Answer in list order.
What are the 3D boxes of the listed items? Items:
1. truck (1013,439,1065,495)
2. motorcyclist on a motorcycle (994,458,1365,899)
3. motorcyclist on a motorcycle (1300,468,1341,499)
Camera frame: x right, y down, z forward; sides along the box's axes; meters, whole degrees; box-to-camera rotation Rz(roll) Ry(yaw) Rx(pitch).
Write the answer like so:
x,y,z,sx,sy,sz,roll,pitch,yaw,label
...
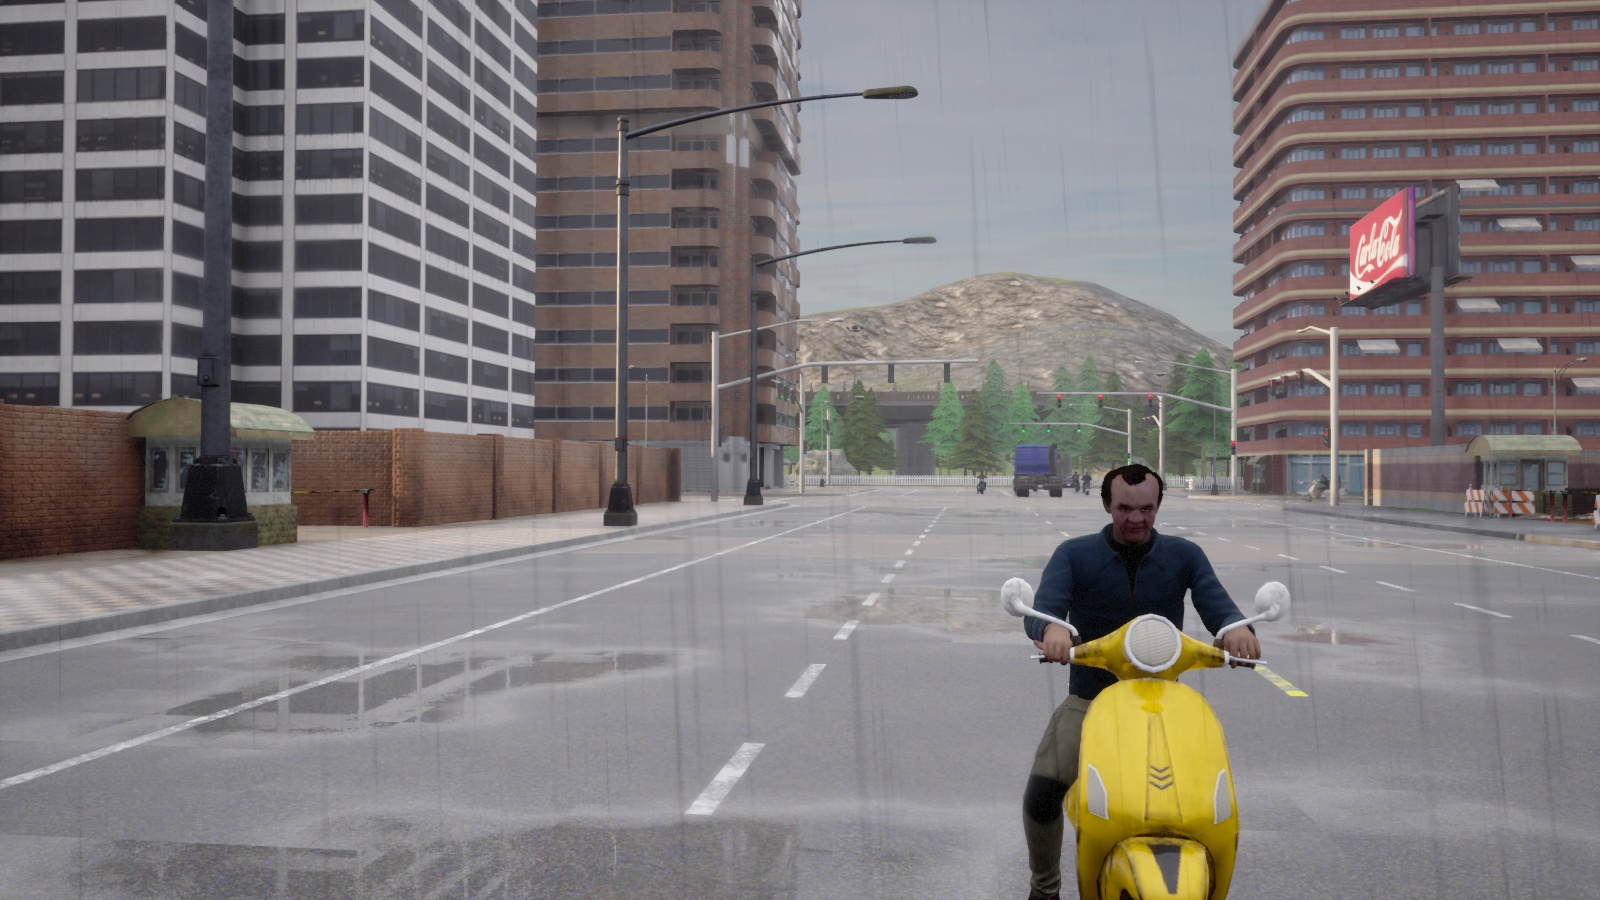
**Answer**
x,y,z,sx,sy,sz,roll,pitch,yaw,label
15.364,1.133,81.299,2.891,3.462,7.936,0,-1,8,truck
1.080,0.831,4.042,0.866,1.590,1.817,0,-1,8,motorcyclist on a motorcycle
27.655,1.775,66.707,1.817,1.590,0.866,0,-1,7,motorcyclist on a motorcycle
